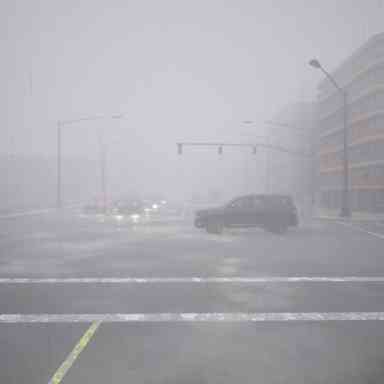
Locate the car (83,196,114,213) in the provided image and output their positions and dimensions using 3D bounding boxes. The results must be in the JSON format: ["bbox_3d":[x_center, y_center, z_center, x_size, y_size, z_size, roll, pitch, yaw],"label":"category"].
[{"bbox_3d":[-9.821,1.225,34.915,2.097,1.767,4.553,0,1,0],"label":"car"}]

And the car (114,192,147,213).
[{"bbox_3d":[-6.323,1.226,34.570,2.097,1.767,4.553,0,1,0],"label":"car"}]

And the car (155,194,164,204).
[{"bbox_3d":[-6.250,1.062,53.849,2.128,1.511,4.902,0,1,0],"label":"car"}]

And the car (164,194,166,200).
[{"bbox_3d":[-6.155,0.963,65.636,1.895,1.301,4.718,0,1,1],"label":"car"}]

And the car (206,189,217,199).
[{"bbox_3d":[4.412,0.428,75.716,2.150,2.045,5.566,0,1,0],"label":"car"}]

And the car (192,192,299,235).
[{"bbox_3d":[2.896,1.190,18.077,5.566,2.045,2.150,0,0,-1],"label":"car"}]

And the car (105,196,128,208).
[{"bbox_3d":[-9.793,1.314,43.557,1.994,1.385,4.181,0,1,0],"label":"car"}]

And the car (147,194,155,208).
[{"bbox_3d":[-6.293,1.277,43.453,1.812,1.442,4.674,0,1,0],"label":"car"}]

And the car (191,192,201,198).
[{"bbox_3d":[0.912,0.648,75.820,2.033,1.411,5.357,0,1,0],"label":"car"}]

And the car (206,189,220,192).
[{"bbox_3d":[4.478,0.592,65.100,2.150,2.045,5.566,0,1,0],"label":"car"}]

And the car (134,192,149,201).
[{"bbox_3d":[-9.666,0.876,64.381,2.128,1.511,4.902,0,1,1],"label":"car"}]
